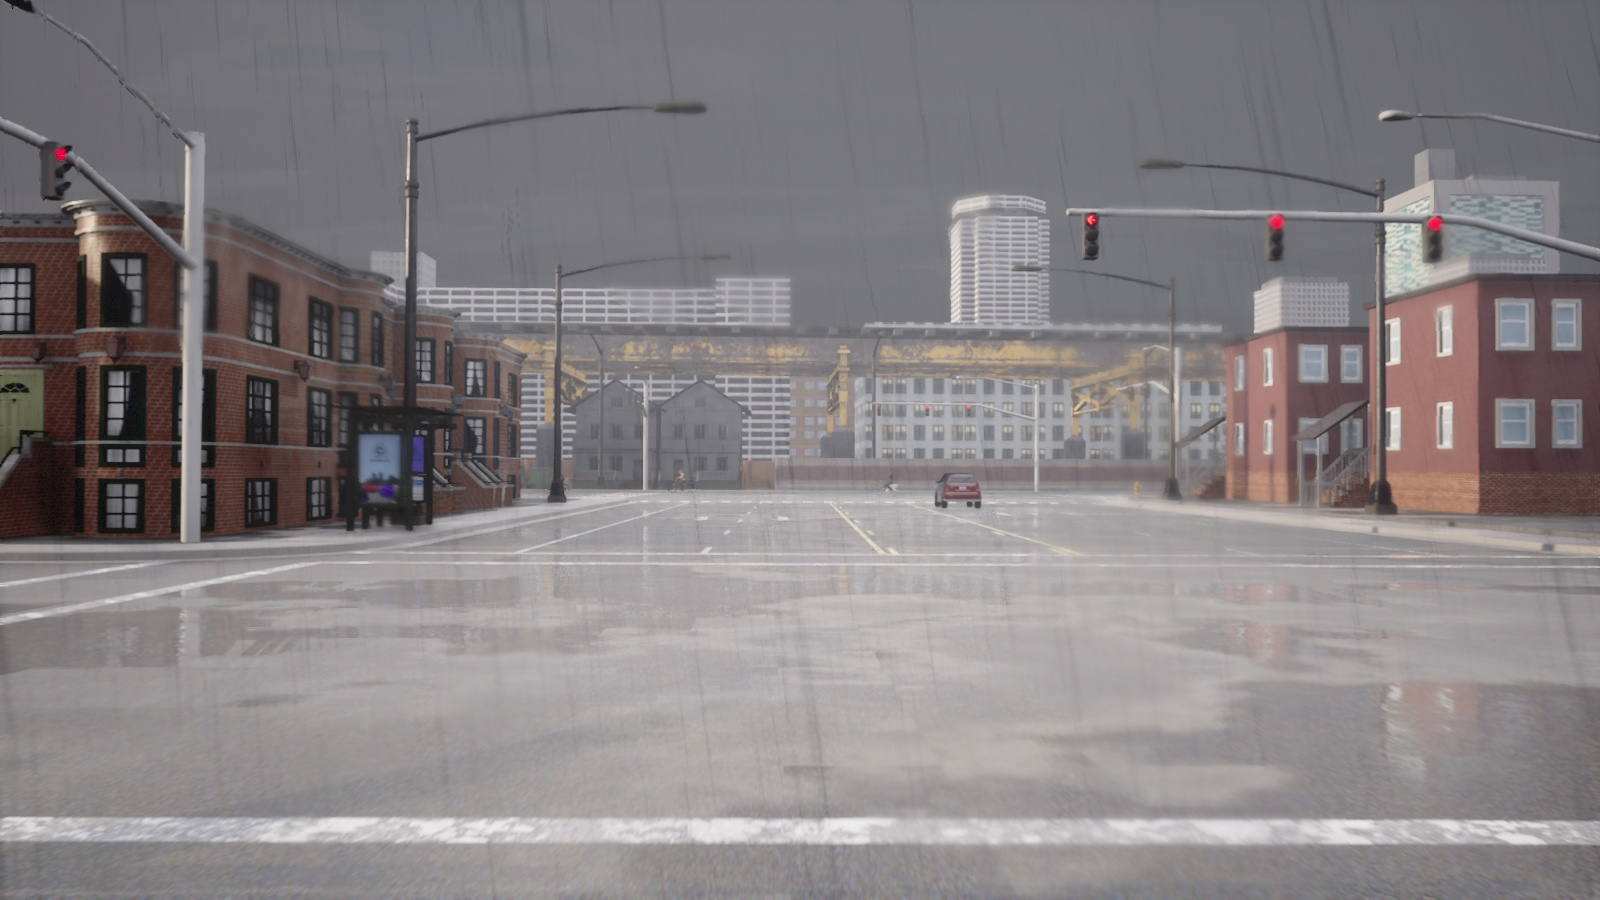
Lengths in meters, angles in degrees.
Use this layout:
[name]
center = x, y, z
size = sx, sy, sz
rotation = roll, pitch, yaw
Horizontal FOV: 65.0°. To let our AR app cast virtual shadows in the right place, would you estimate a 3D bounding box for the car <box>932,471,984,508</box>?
[car]
center = 6.866, 1.684, 54.838
size = 1.789, 1.549, 3.705
rotation = 0, -1, 0
